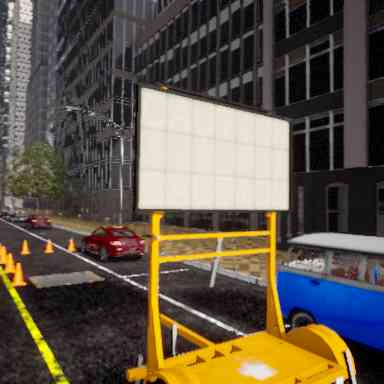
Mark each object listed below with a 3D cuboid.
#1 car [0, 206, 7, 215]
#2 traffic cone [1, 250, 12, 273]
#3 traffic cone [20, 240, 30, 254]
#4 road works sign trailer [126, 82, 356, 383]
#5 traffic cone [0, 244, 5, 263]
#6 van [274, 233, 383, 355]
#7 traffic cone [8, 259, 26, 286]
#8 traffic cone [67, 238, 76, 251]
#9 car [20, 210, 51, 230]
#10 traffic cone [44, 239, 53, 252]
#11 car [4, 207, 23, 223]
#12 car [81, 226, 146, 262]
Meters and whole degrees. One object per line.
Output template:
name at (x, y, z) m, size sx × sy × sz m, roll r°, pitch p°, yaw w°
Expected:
car at (-22.799, 2.817, 42.337) m, size 2.008 × 1.369 × 4.403 m, roll 3°, pitch -3°, yaw -34°
traffic cone at (-5.928, 2.291, 10.831) m, size 0.340 × 0.580 × 0.340 m, roll 3°, pitch -3°, yaw -34°
traffic cone at (-7.372, 2.417, 14.691) m, size 0.340 × 0.580 × 0.340 m, roll 3°, pitch -3°, yaw -34°
road works sign trailer at (0.252, 0.645, 4.201) m, size 2.380 × 3.560 × 2.880 m, roll 3°, pitch -3°, yaw -34°
traffic cone at (-7.061, 2.336, 12.477) m, size 0.340 × 0.580 × 0.340 m, roll 3°, pitch -3°, yaw -34°
van at (3.030, 1.594, 4.851) m, size 1.690 × 1.788 × 3.998 m, roll 2°, pitch -3°, yaw -34°
traffic cone at (-4.793, 2.246, 9.185) m, size 0.340 × 0.580 × 0.340 m, roll 3°, pitch -3°, yaw -34°
traffic cone at (-5.726, 2.489, 15.823) m, size 0.340 × 0.580 × 0.340 m, roll 2°, pitch -3°, yaw -34°
car at (-13.115, 2.475, 28.275) m, size 1.802 × 1.307 × 4.206 m, roll 3°, pitch -3°, yaw -34°
traffic cone at (-6.549, 2.453, 15.257) m, size 0.340 × 0.580 × 0.340 m, roll 3°, pitch -3°, yaw -34°
car at (-19.571, 2.695, 37.651) m, size 2.008 × 1.369 × 4.403 m, roll 3°, pitch -3°, yaw -34°
car at (-3.430, 2.091, 14.215) m, size 1.802 × 1.307 × 4.206 m, roll 2°, pitch -3°, yaw -34°
